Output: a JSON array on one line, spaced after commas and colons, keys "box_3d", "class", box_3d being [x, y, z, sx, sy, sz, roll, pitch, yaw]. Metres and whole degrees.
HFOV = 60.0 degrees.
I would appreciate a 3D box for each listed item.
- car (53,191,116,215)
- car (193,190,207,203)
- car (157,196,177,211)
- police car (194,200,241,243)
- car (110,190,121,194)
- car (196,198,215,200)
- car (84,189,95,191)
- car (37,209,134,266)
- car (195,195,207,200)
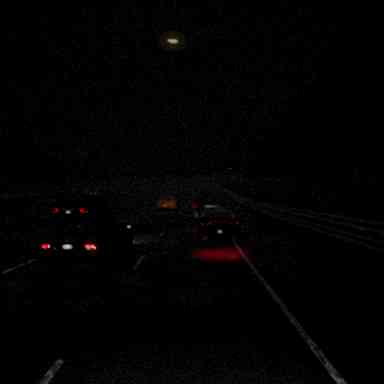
[{"box_3d": [-6.694, 1.173, 20.805, 2.150, 2.045, 5.566, 0, 0, 1], "class": "car"}, {"box_3d": [1.102, 0.927, 50.295, 1.812, 1.442, 4.674, 0, 2, 3], "class": "car"}, {"box_3d": [-2.755, 1.216, 37.679, 1.882, 1.535, 5.008, 0, 1, 2], "class": "car"}, {"box_3d": [1.174, 1.397, 16.204, 1.930, 1.638, 5.238, 0, 0, 1], "class": "police car"}, {"box_3d": [-15.616, 0.303, 65.983, 1.882, 1.535, 5.008, 0, 2, 3], "class": "car"}, {"box_3d": [1.358, 1.445, 25.979, 1.812, 1.442, 4.674, 0, 1, 1], "class": "car"}, {"box_3d": [-19.335, 0.320, 62.201, 2.097, 1.767, 4.553, 0, 2, 3], "class": "car"}, {"box_3d": [-3.333, 1.525, 11.478, 2.033, 1.411, 5.357, 0, 0, 1], "class": "car"}, {"box_3d": [1.510, 1.351, 31.905, 1.837, 1.490, 4.892, 0, 1, 2], "class": "car"}]
